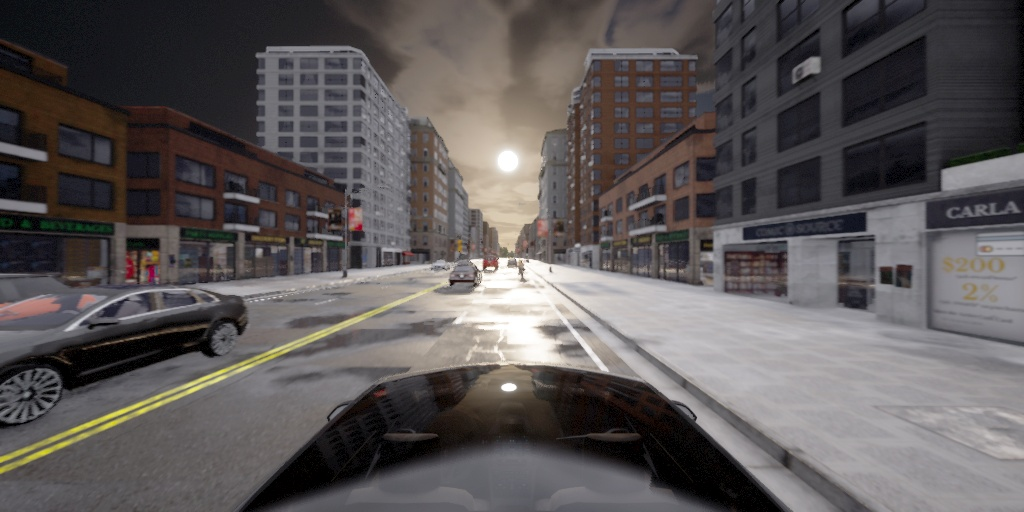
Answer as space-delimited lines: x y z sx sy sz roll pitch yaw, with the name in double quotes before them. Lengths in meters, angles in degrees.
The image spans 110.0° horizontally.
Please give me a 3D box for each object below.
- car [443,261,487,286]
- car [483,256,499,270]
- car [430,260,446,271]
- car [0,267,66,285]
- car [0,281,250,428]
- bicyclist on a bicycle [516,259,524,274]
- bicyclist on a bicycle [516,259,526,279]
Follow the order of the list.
"car" -3.148 1.295 25.026 2.033 1.411 5.357 0 0 0
"car" -3.135 0.969 53.273 2.150 2.045 5.566 0 0 0
"car" -9.808 1.273 49.042 1.812 1.442 4.674 0 0 0
"car" -9.849 1.102 5.768 2.097 1.767 4.553 0 0 0
"car" -6.598 1.241 5.710 2.128 1.511 4.902 0 0 0
"bicyclist on a bicycle" 0.884 1.184 41.075 0.866 1.612 1.509 0 0 0
"bicyclist on a bicycle" 0.894 1.184 31.702 0.866 1.612 1.509 0 0 0
